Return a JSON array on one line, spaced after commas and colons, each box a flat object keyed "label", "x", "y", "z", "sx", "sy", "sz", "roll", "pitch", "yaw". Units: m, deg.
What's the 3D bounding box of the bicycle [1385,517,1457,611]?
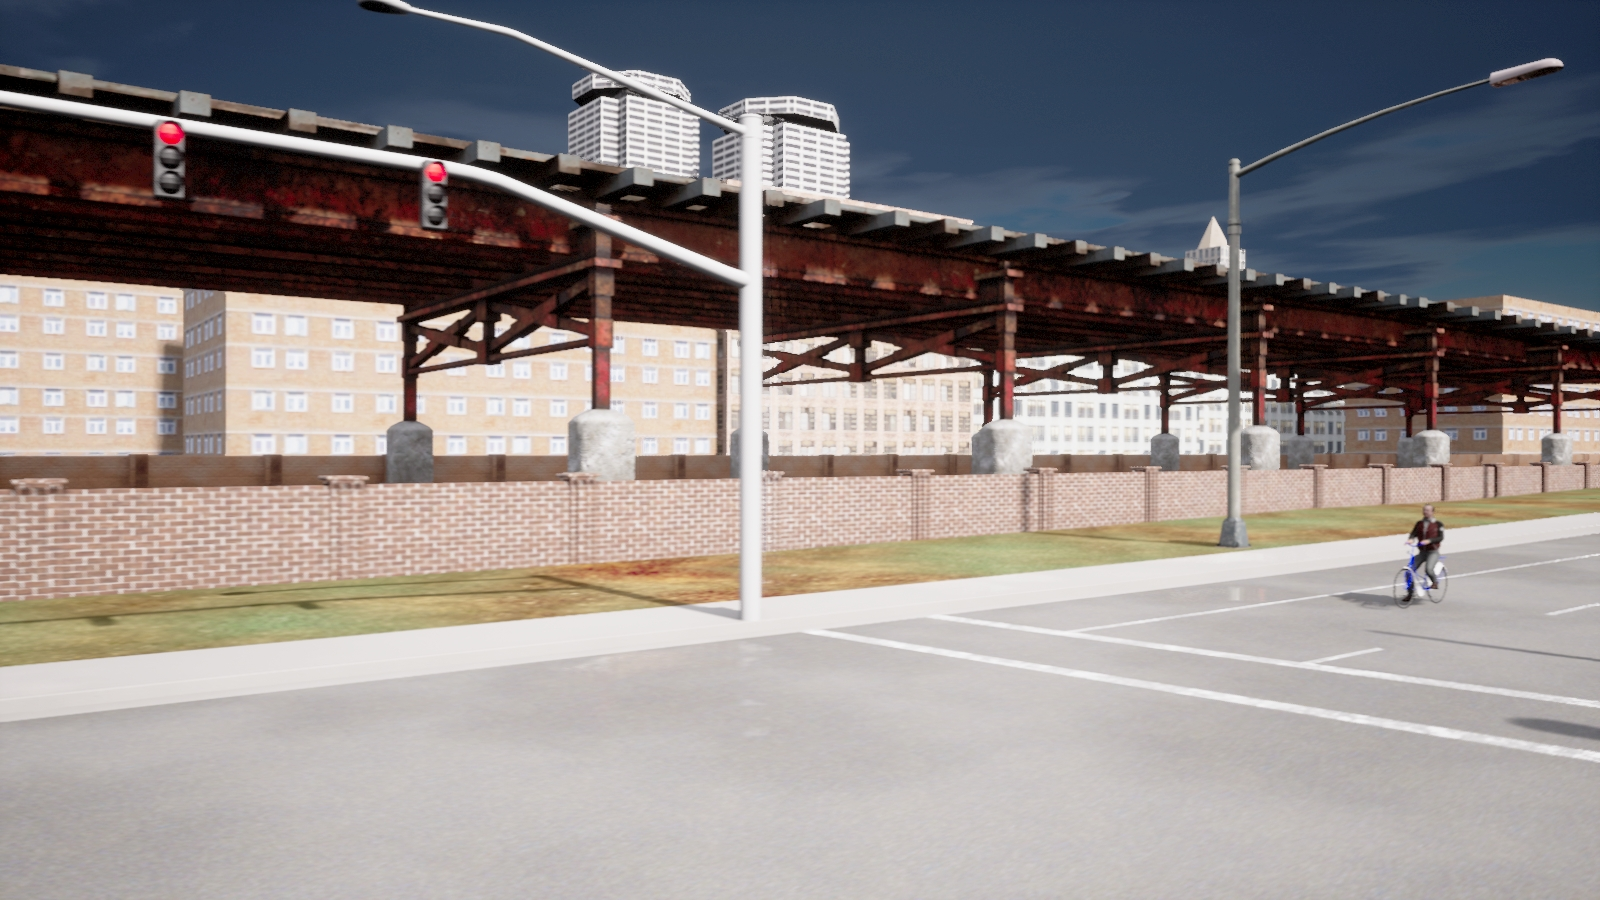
[{"label": "bicycle", "x": 10.829, "y": 1.959, "z": 19.899, "sx": 1.835, "sy": 1.496, "sz": 0.329, "roll": 0, "pitch": 0, "yaw": -35}]
